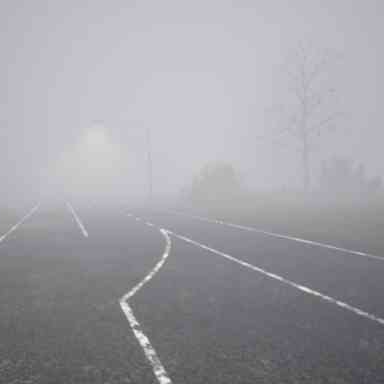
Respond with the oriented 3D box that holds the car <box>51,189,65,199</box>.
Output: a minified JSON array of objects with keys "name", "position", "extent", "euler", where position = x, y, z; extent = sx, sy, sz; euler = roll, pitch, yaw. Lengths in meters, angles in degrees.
[{"name":"car","position":[-25.995,0.310,64.571],"extent":[2.097,1.767,4.553],"euler":[-3,2,-17]}]
